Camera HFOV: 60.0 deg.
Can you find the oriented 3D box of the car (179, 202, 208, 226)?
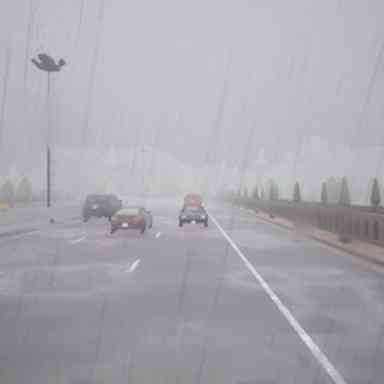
[{"bbox_3d":[0.094,1.579,22.885,1.895,1.301,4.718,0,0,0],"label":"car"}]

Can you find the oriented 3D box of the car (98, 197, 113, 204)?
[{"bbox_3d":[-17.676,1.638,68.003,1.895,1.301,4.718,0,0,-1],"label":"car"}]

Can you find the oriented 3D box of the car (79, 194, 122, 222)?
[{"bbox_3d":[-6.908,1.199,26.395,2.150,2.045,5.566,0,0,0],"label":"car"}]

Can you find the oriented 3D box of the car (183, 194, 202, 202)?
[{"bbox_3d":[0.099,1.207,41.260,2.150,2.045,5.566,0,0,0],"label":"car"}]

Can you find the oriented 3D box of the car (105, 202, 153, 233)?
[{"bbox_3d":[-3.406,1.507,19.225,1.812,1.442,4.674,0,0,0],"label":"car"}]

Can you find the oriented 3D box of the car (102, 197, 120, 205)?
[{"bbox_3d":[-14.066,1.578,57.959,1.994,1.385,4.181,0,0,1],"label":"car"}]

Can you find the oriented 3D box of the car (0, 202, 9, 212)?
[{"bbox_3d":[-17.604,1.455,28.181,1.882,1.535,5.008,0,0,0],"label":"car"}]

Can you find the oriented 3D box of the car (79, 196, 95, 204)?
[{"bbox_3d":[-21.136,1.592,66.960,1.994,1.385,4.181,0,0,-1],"label":"car"}]
